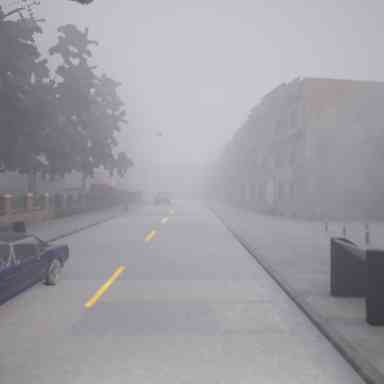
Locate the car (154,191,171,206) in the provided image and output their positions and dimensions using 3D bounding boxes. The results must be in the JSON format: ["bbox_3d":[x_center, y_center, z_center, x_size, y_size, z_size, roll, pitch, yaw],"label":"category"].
[{"bbox_3d":[-4.132,0.864,47.298,2.150,2.045,5.566,0,0,0],"label":"car"}]

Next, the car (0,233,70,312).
[{"bbox_3d":[-4.102,1.551,6.437,1.895,1.301,4.718,0,0,0],"label":"car"}]
